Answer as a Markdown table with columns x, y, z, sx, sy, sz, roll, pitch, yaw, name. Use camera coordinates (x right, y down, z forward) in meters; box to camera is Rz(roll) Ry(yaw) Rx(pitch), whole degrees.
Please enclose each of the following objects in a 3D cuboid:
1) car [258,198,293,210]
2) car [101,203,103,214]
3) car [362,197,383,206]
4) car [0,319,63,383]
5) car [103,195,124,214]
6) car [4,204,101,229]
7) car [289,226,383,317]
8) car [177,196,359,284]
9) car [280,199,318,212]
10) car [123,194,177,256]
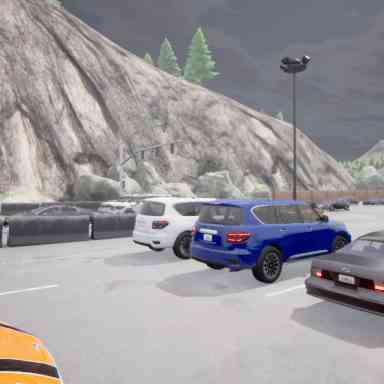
| x | y | z | sx | sy | sz | roll | pitch | yaw | name |
| --- | --- | --- | --- | --- | --- | --- | --- | --- | --- |
| 10.564 | 1.491 | 41.995 | 4.181 | 1.385 | 1.994 | 0 | 0 | -36 | car |
| -5.556 | 1.226 | 30.229 | 5.566 | 2.045 | 2.150 | 0 | 0 | -36 | car |
| 27.376 | 1.409 | 49.919 | 4.181 | 1.385 | 1.994 | 0 | 0 | -36 | car |
| -2.975 | 1.350 | 1.618 | 4.553 | 1.767 | 2.097 | 0 | 0 | -36 | car |
| -3.966 | 1.224 | 27.053 | 5.566 | 2.045 | 2.150 | 0 | 0 | -36 | car |
| -8.290 | 1.492 | 19.600 | 4.902 | 1.511 | 2.128 | 0 | 0 | -36 | car |
| 4.702 | 1.547 | 7.191 | 5.357 | 1.411 | 2.033 | 0 | 0 | -36 | car |
| 2.511 | 1.221 | 9.897 | 5.566 | 2.045 | 2.150 | 0 | 0 | -38 | car |
| 12.631 | 1.529 | 39.172 | 4.718 | 1.301 | 1.895 | 0 | 0 | -36 | car |
| 0.484 | 1.221 | 12.773 | 5.566 | 2.045 | 2.150 | 0 | 0 | -36 | car |
